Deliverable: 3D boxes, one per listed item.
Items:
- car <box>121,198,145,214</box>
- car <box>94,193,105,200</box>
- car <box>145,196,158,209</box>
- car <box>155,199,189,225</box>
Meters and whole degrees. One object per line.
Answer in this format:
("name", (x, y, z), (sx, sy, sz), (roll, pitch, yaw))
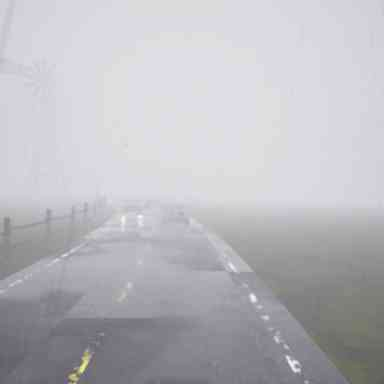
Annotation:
("car", (-5.941, 1.316, 32.821), (1.882, 1.535, 5.008), (0, 0, -12))
("car", (-19.865, 0.893, 71.807), (1.812, 1.442, 4.674), (0, 1, -27))
("car", (-5.203, 1.302, 42.371), (1.837, 1.490, 4.892), (1, 0, -15))
("car", (-1.286, 1.451, 22.976), (2.033, 1.411, 5.357), (0, 0, -7))
